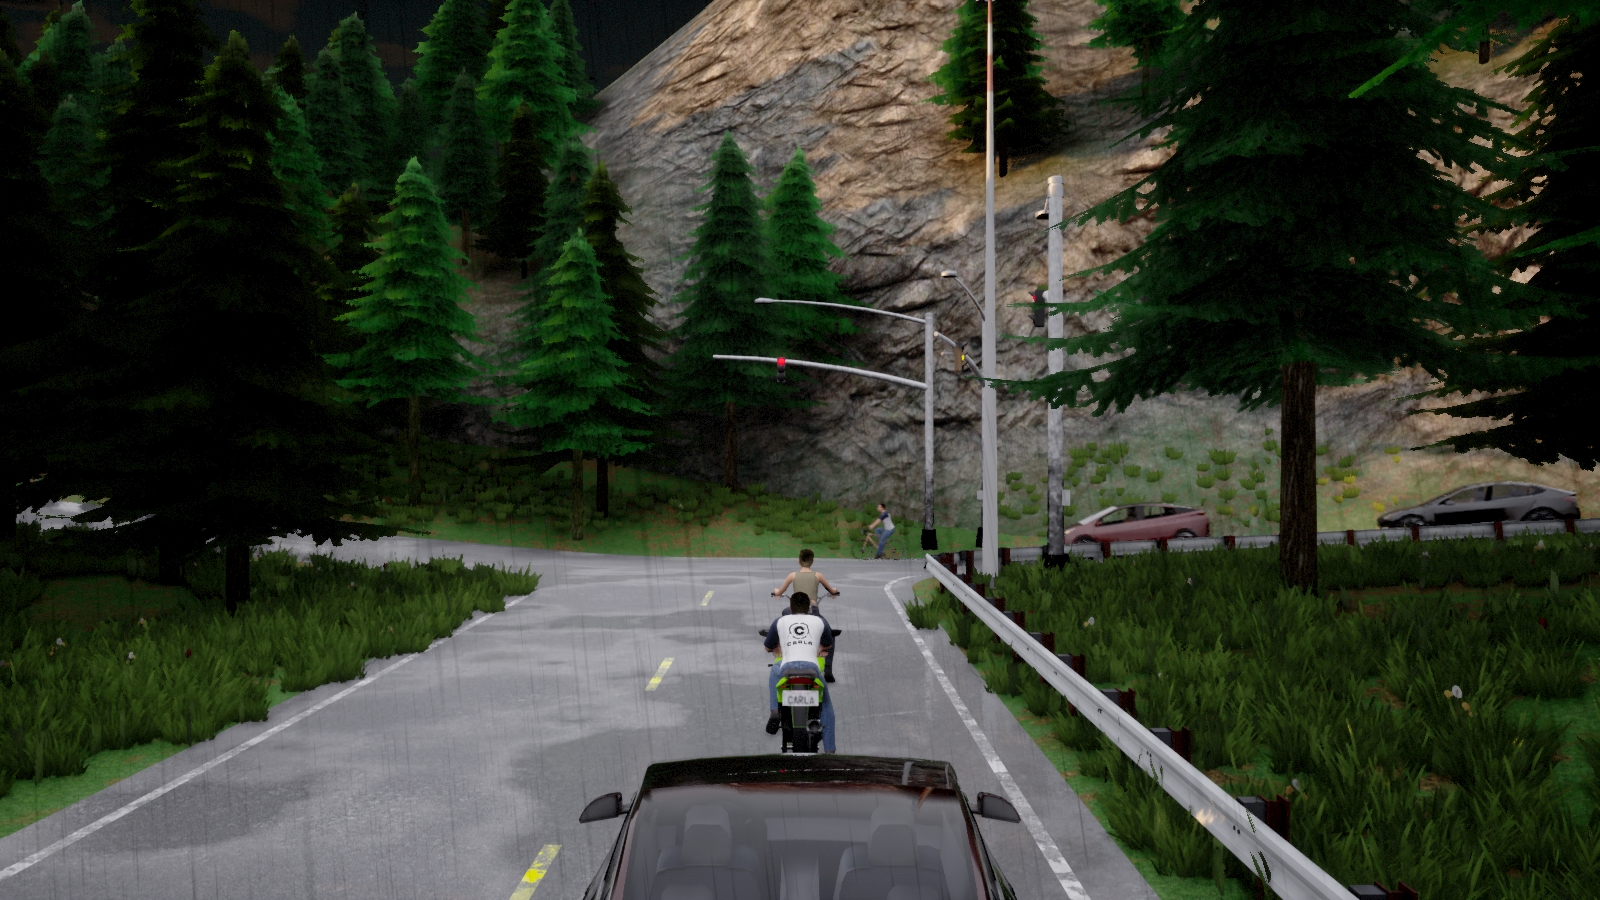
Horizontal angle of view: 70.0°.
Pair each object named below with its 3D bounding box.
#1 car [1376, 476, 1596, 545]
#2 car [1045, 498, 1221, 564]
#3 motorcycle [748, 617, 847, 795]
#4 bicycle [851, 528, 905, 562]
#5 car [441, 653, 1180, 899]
[{"bbox_3d":[18.490,1.645,31.127,4.792,1.488,2.163,-5,-2,23],"label":"car"},{"bbox_3d":[9.625,2.330,33.337,4.514,1.525,2.007,-4,-2,4],"label":"car"},{"bbox_3d":[-0.020,2.213,10.238,0.803,1.145,2.033,0,0,0],"label":"motorcycle"},{"bbox_3d":[2.417,2.939,35.330,1.643,1.024,0.373,1,-2,-1],"label":"bicycle"},{"bbox_3d":[0.029,2.063,5.012,2.163,1.488,4.792,0,0,0],"label":"car"}]
